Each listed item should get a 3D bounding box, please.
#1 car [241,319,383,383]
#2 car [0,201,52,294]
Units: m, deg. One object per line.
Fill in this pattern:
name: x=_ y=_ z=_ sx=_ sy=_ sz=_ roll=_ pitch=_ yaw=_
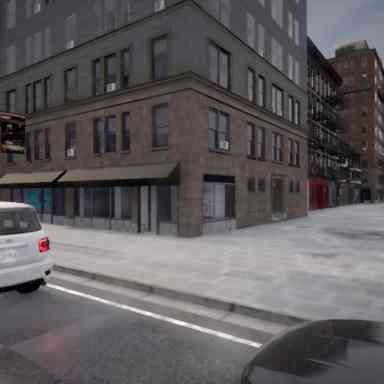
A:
car: x=2.598 y=1.505 z=1.834 sx=4.892 sy=1.490 sz=1.837 roll=0 pitch=0 yaw=36
car: x=-5.472 y=1.221 z=7.580 sx=5.566 sy=2.045 sz=2.150 roll=0 pitch=0 yaw=36
